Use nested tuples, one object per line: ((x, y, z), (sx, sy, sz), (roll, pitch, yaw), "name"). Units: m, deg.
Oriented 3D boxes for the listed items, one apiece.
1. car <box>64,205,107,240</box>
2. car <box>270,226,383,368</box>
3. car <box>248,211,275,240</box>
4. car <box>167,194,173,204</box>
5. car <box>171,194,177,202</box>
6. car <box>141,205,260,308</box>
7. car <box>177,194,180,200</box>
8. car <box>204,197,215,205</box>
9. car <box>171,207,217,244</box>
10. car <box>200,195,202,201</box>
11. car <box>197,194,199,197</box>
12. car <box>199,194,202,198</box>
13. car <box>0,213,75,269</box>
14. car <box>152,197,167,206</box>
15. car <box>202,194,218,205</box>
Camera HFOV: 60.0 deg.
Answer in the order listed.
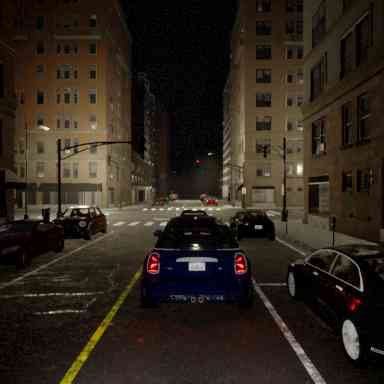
((-5.616, 1.441, 16.603), (1.967, 1.590, 4.097), (0, 0, 0), "car")
((2.873, 1.551, 5.571), (2.008, 1.369, 4.403), (0, 0, 0), "car")
((2.910, 1.566, 16.573), (1.947, 1.339, 4.313), (0, 0, 0), "car")
((-5.399, 1.607, 64.522), (2.008, 1.369, 4.403), (0, 0, 0), "car")
((-5.316, 1.626, 80.577), (1.752, 1.417, 4.829), (0, 0, 0), "car")
((0.105, 1.352, 8.064), (2.097, 1.767, 4.553), (0, 0, 0), "car")
((-5.260, 1.457, 91.565), (2.192, 1.841, 5.009), (0, 0, 0), "car")
((3.098, 1.571, 59.243), (1.752, 1.417, 4.829), (0, 0, 0), "car")
((0.100, 1.565, 16.647), (1.994, 1.385, 4.181), (0, 0, 1), "car")
((3.126, 1.607, 64.481), (2.008, 1.369, 4.403), (0, 0, 0), "car")
((3.264, 1.457, 91.526), (2.192, 1.841, 5.009), (0, 0, 0), "car")
((3.181, 1.524, 75.299), (1.967, 1.590, 4.097), (0, 0, 0), "car")
((-5.634, 1.582, 11.101), (1.802, 1.307, 4.206), (0, 0, 0), "car")
((-5.455, 1.618, 53.705), (1.802, 1.307, 4.206), (0, 0, 0), "car")
((3.069, 1.476, 53.663), (1.967, 1.590, 4.097), (0, 0, 0), "car")
